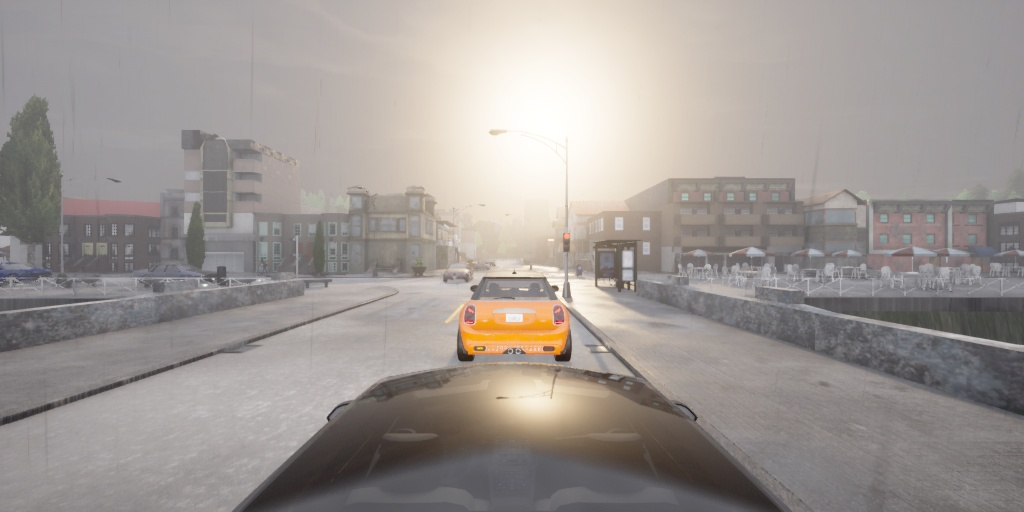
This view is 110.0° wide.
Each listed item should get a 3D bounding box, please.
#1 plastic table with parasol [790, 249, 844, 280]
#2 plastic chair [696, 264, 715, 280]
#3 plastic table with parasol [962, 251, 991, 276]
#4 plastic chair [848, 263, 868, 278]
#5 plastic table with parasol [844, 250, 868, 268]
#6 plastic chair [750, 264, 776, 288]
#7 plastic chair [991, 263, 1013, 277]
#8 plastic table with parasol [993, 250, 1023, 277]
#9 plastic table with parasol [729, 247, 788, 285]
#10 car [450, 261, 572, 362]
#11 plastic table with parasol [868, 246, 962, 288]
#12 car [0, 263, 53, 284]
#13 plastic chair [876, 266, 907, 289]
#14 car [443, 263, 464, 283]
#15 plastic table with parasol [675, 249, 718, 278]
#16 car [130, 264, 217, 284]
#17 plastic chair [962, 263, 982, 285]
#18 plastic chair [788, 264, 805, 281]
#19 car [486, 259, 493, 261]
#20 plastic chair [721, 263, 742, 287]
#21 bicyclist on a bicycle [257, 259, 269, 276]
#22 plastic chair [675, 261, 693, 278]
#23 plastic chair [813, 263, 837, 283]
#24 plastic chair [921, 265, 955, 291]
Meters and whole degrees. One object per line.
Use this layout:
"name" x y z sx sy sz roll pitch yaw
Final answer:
"plastic table with parasol" 22.897 0.675 27.509 2.482 2.480 2.482 0 0 0
"plastic chair" 15.797 1.279 29.259 0.750 1.272 0.730 0 0 0
"plastic table with parasol" 30.507 0.675 25.139 2.482 2.480 2.482 0 0 0
"plastic chair" 29.897 1.279 30.859 0.750 1.272 0.730 0 0 0
"plastic table with parasol" 30.227 0.675 32.229 2.482 2.480 2.482 0 0 0
"plastic chair" 14.997 1.279 21.459 0.750 1.272 0.730 0 0 0
"plastic chair" 45.497 1.279 33.358 0.730 1.272 0.750 0 0 0
"plastic table with parasol" 46.697 0.675 33.238 2.482 2.480 2.482 0 0 0
"plastic table with parasol" 15.167 0.675 22.719 2.482 2.480 2.482 0 0 0
"car" 0.060 1.102 8.397 2.097 1.767 4.553 0 0 1
"plastic table with parasol" 23.797 0.675 21.309 2.482 2.480 2.482 0 0 0
"car" -36.805 1.228 26.211 5.008 1.535 1.882 0 0 0
"plastic chair" 22.597 1.279 21.359 0.730 1.272 0.750 0 0 0
"car" -4.097 1.276 27.889 1.812 1.442 4.674 0 0 0
"plastic table with parasol" 15.917 0.675 30.539 2.482 2.480 2.482 0 0 0
"car" -24.471 1.297 26.200 5.357 1.411 2.033 0 0 0
"plastic chair" 30.497 1.279 23.859 0.750 1.272 0.730 0 0 0
"plastic chair" 21.697 1.279 27.559 0.730 1.272 0.750 0 0 0
"car" -4.103 1.351 49.656 1.895 1.301 4.718 0 0 0
"plastic chair" 13.897 1.279 22.859 0.730 1.272 0.750 0 0 0
"bicyclist on a bicycle" -24.022 1.099 34.599 0.582 1.620 1.656 0 0 0
"plastic chair" 14.697 1.279 30.659 0.730 1.272 0.750 0 0 0
"plastic chair" 22.797 1.279 26.159 0.750 1.272 0.730 0 0 0
"plastic chair" 23.697 1.279 19.959 0.750 1.272 0.730 0 0 0
